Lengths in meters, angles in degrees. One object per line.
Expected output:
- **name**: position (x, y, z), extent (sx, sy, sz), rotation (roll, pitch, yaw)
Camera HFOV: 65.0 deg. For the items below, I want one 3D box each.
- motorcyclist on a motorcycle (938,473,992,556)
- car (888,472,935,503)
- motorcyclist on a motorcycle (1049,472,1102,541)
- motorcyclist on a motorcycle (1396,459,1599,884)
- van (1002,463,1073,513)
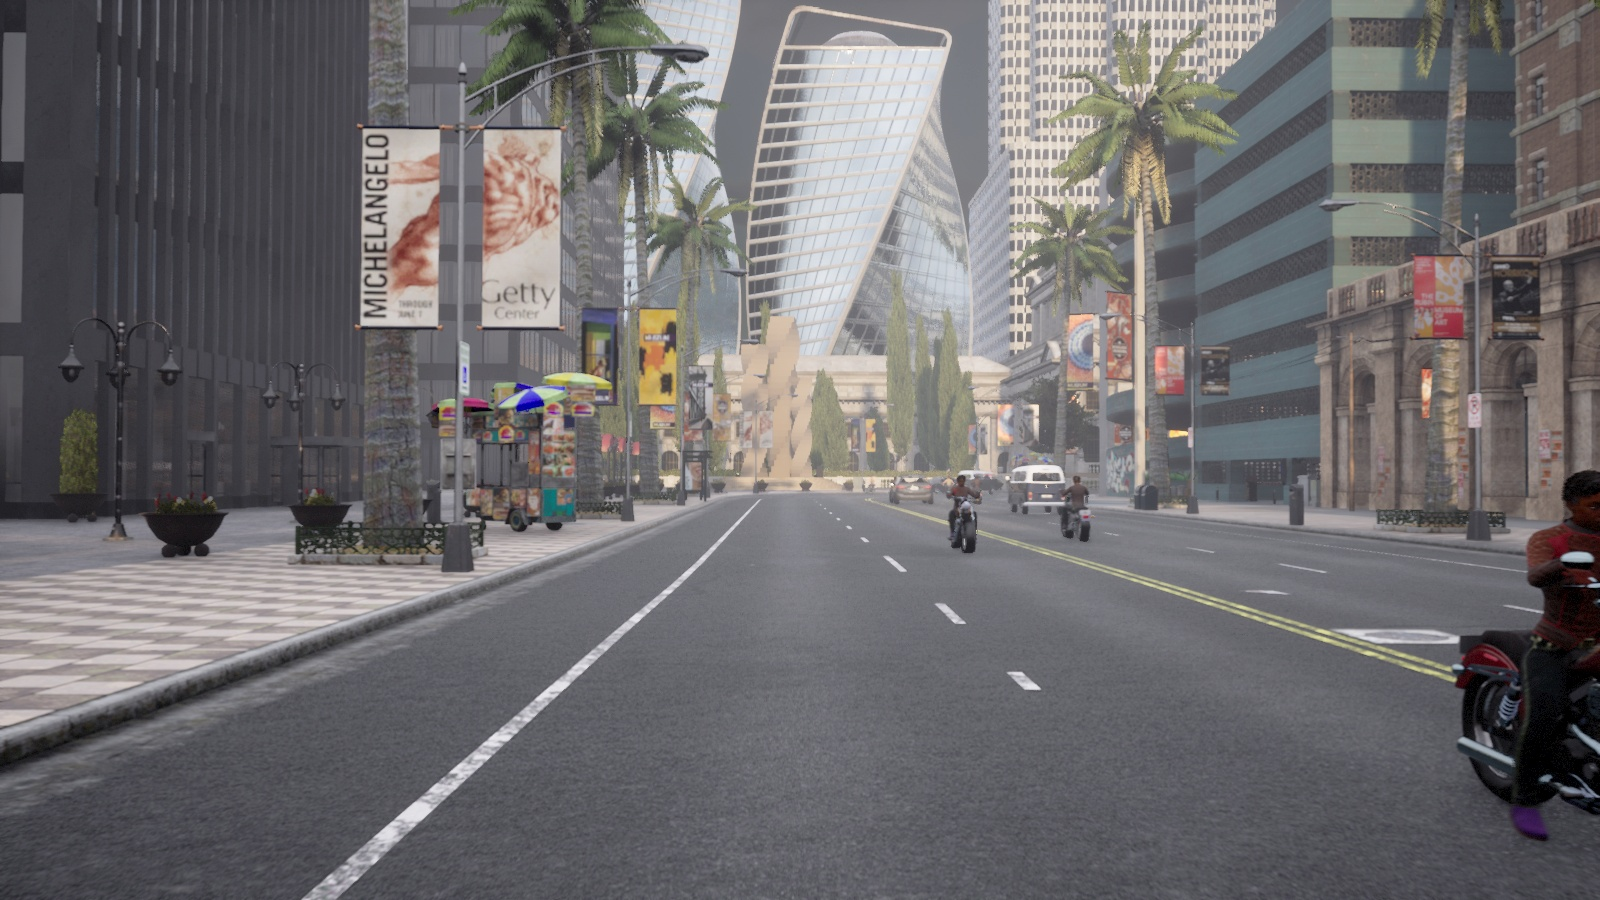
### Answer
- **motorcyclist on a motorcycle**: position (3.415, 1.297, 26.195), extent (0.766, 1.649, 2.350), rotation (0, -1, -1)
- **car**: position (6.310, 2.113, 71.567), extent (2.242, 1.667, 4.611), rotation (0, -1, -1)
- **motorcyclist on a motorcycle**: position (6.847, 1.389, 31.336), extent (0.766, 1.649, 2.350), rotation (0, -1, -1)
- **motorcyclist on a motorcycle**: position (3.486, 0.867, 5.329), extent (0.766, 1.649, 2.350), rotation (0, -1, 0)
- **van**: position (10.051, 1.605, 53.487), extent (2.069, 2.038, 4.480), rotation (0, -1, -1)
